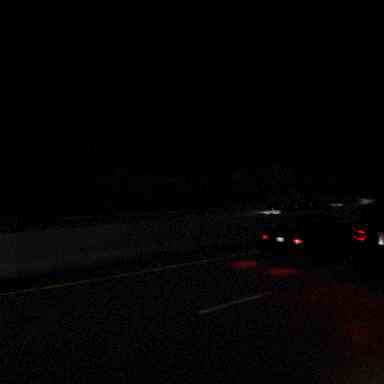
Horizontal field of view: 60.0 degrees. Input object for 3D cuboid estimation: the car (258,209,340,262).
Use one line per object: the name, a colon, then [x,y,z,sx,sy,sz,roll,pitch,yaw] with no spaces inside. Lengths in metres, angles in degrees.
car: [4.672,1.563,12.277,5.357,1.411,2.033,0,0,-42]

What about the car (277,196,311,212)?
car: [11.160,1.526,35.778,1.882,1.535,5.008,0,0,34]

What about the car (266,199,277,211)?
car: [10.937,1.607,41.712,2.033,1.411,5.357,0,0,31]

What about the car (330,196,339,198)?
car: [28.825,1.563,67.167,1.812,1.442,4.674,0,0,14]

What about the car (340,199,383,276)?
car: [6.539,1.230,9.303,5.566,2.045,2.150,0,0,-41]

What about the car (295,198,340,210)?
car: [11.632,1.586,30.391,2.033,1.411,5.357,0,0,37]

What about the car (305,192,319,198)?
car: [26.539,0.935,73.912,2.150,2.045,5.566,0,0,8]
